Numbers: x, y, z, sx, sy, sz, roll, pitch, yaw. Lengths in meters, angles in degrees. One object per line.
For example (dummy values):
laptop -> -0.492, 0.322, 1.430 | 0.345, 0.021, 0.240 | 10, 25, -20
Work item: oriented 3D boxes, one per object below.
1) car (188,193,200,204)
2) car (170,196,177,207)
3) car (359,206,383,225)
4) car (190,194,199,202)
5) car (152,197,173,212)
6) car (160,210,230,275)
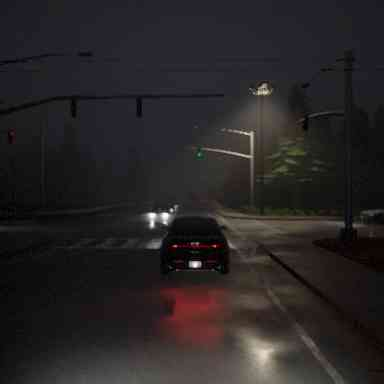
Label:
car -> 0.290, 1.254, 67.118 | 2.150, 2.045, 5.566 | 0, 0, 2
car -> -3.577, 1.501, 48.453 | 1.882, 1.535, 5.008 | 0, 0, 0
car -> 14.553, 1.566, 23.894 | 4.674, 1.442, 1.812 | 0, 0, 1
car -> 0.657, 1.394, 77.529 | 2.097, 1.767, 4.553 | 0, 0, 2
car -> -3.599, 1.620, 39.171 | 1.895, 1.301, 4.718 | 0, 0, 0
car -> 0.084, 1.510, 10.497 | 1.837, 1.490, 4.892 | 0, 0, 0
